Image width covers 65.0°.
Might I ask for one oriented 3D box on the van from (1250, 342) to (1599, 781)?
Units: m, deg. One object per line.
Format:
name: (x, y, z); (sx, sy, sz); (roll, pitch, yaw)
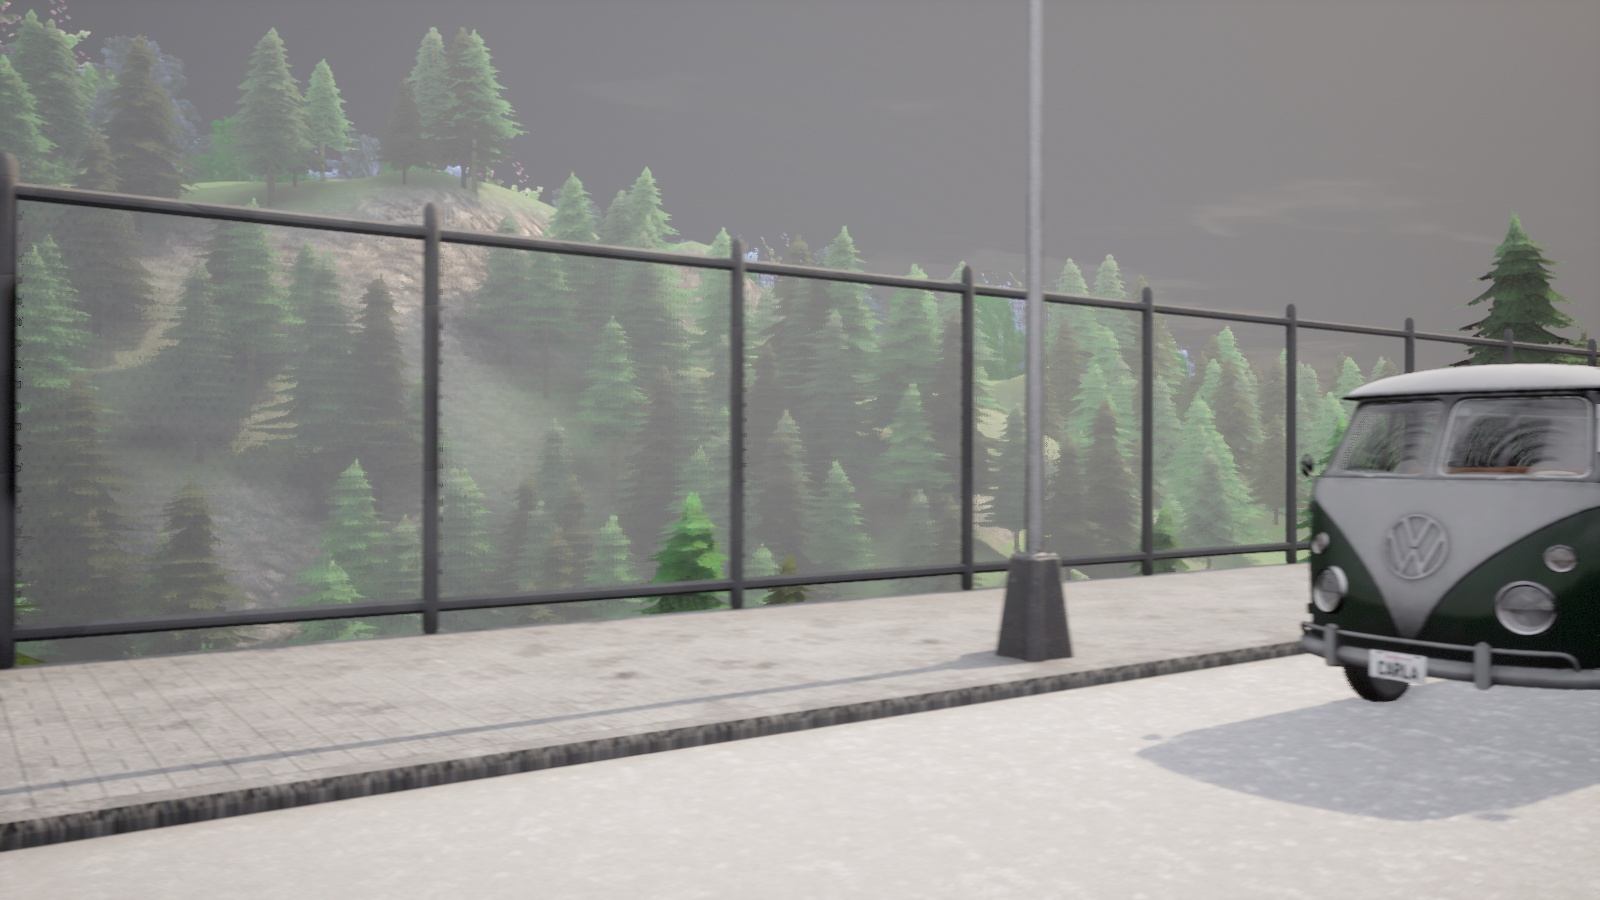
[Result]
van: (4.891, 0.506, 7.673); (4.442, 1.987, 1.775); (0, 0, -35)
